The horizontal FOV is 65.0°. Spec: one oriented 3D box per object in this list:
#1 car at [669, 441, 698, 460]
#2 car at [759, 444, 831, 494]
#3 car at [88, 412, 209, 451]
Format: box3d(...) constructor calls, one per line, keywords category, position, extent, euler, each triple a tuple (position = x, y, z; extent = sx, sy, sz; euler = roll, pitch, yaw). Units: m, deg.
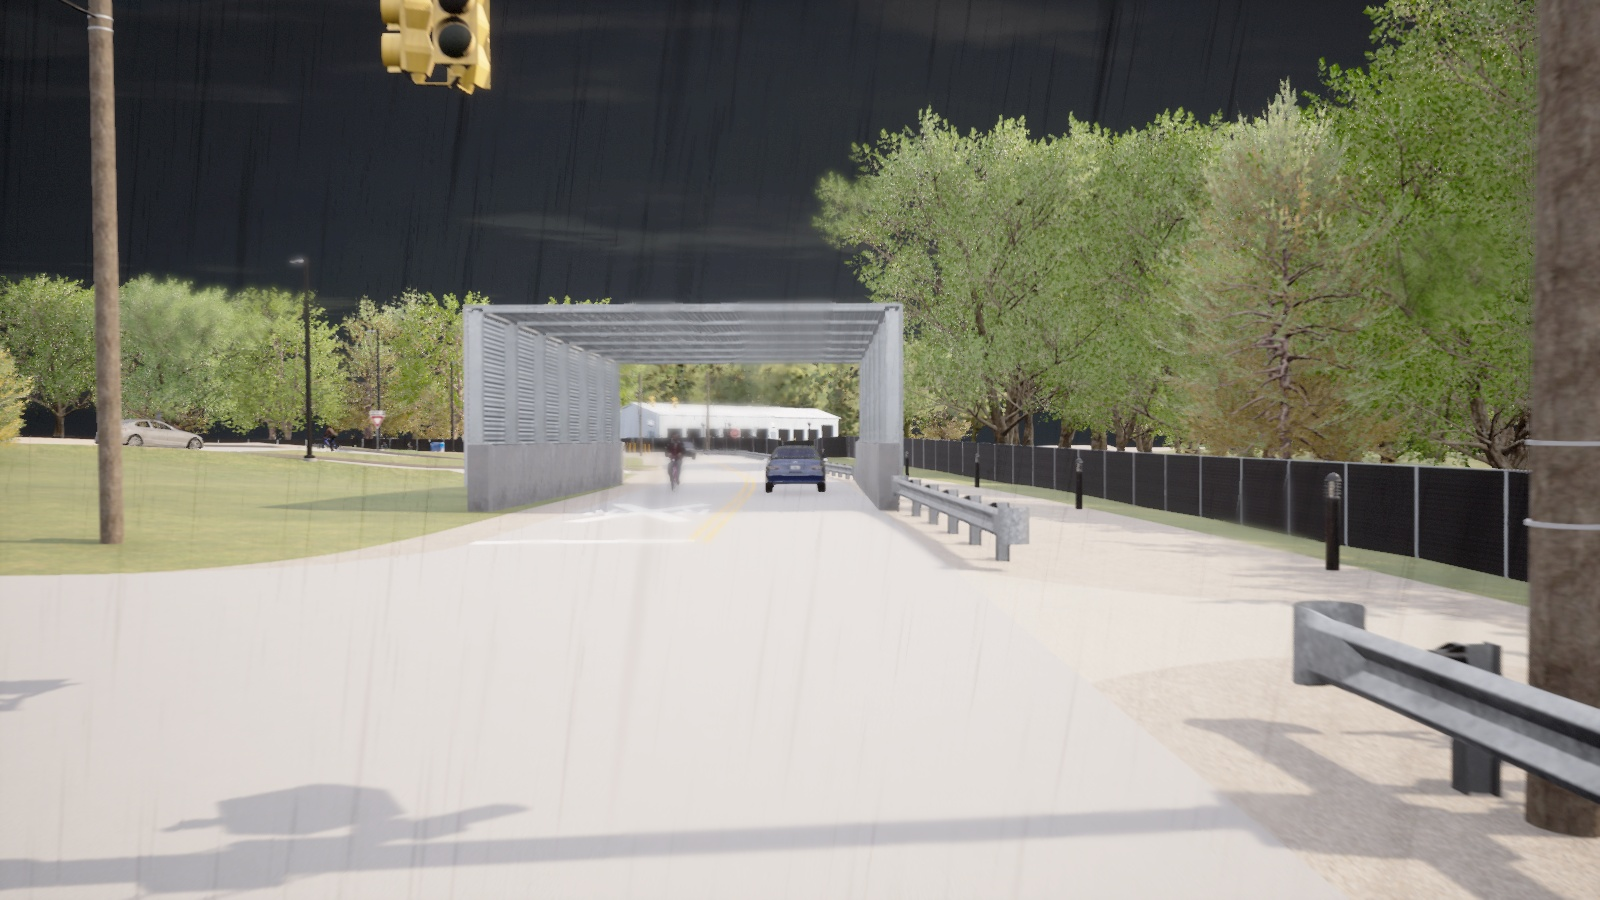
box3d(category="car", position=(-8.895, 0.034, 95.490), extent=(2.033, 1.411, 5.357), euler=(0, 0, -6))
box3d(category="car", position=(-0.150, 0.531, 38.553), extent=(2.033, 1.411, 5.357), euler=(0, 0, 0))
box3d(category="car", position=(-32.695, -0.897, 63.168), extent=(2.152, 1.651, 5.027), euler=(1, -2, 27))
